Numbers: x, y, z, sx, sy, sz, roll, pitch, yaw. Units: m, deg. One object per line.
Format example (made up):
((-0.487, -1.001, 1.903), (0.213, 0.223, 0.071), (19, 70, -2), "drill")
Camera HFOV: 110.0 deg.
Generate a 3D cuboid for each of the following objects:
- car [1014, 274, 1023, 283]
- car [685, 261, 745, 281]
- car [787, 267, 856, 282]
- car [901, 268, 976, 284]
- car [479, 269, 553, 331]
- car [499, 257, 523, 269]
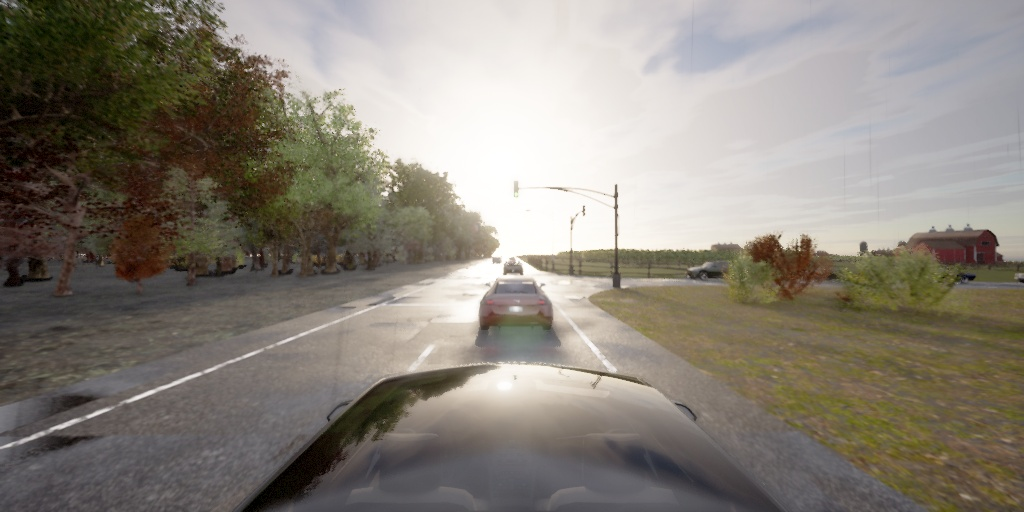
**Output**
((46.770, 1.792, 30.912), (4.718, 1.301, 1.895), (1, -1, 0), "car")
((17.563, 1.224, 31.123), (4.553, 1.767, 2.097), (1, -1, 1), "car")
((26.610, 1.571, 31.041), (4.718, 1.301, 1.895), (1, -1, 0), "car")
((36.628, 1.681, 30.992), (4.718, 1.301, 1.895), (1, -1, 0), "car")
((0.101, 1.277, 10.878), (1.994, 1.385, 4.181), (0, 0, 0), "car")
((0.099, 1.105, 34.895), (2.128, 1.511, 4.902), (0, 0, 0), "car")
